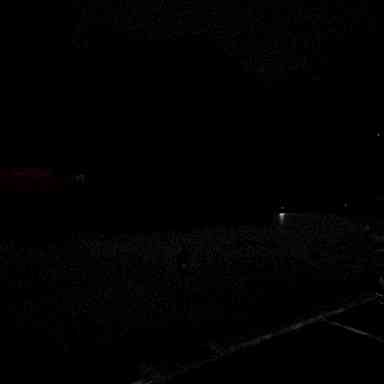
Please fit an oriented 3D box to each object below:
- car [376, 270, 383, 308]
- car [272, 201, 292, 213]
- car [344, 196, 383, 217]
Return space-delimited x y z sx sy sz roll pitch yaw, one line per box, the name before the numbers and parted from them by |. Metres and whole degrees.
car | 5.359 1.552 6.601 4.403 1.369 2.008 0 0 -35
car | 9.724 1.813 39.948 1.812 1.442 4.674 0 -1 -35
car | 16.695 1.389 30.133 2.150 2.045 5.566 0 -1 -35
